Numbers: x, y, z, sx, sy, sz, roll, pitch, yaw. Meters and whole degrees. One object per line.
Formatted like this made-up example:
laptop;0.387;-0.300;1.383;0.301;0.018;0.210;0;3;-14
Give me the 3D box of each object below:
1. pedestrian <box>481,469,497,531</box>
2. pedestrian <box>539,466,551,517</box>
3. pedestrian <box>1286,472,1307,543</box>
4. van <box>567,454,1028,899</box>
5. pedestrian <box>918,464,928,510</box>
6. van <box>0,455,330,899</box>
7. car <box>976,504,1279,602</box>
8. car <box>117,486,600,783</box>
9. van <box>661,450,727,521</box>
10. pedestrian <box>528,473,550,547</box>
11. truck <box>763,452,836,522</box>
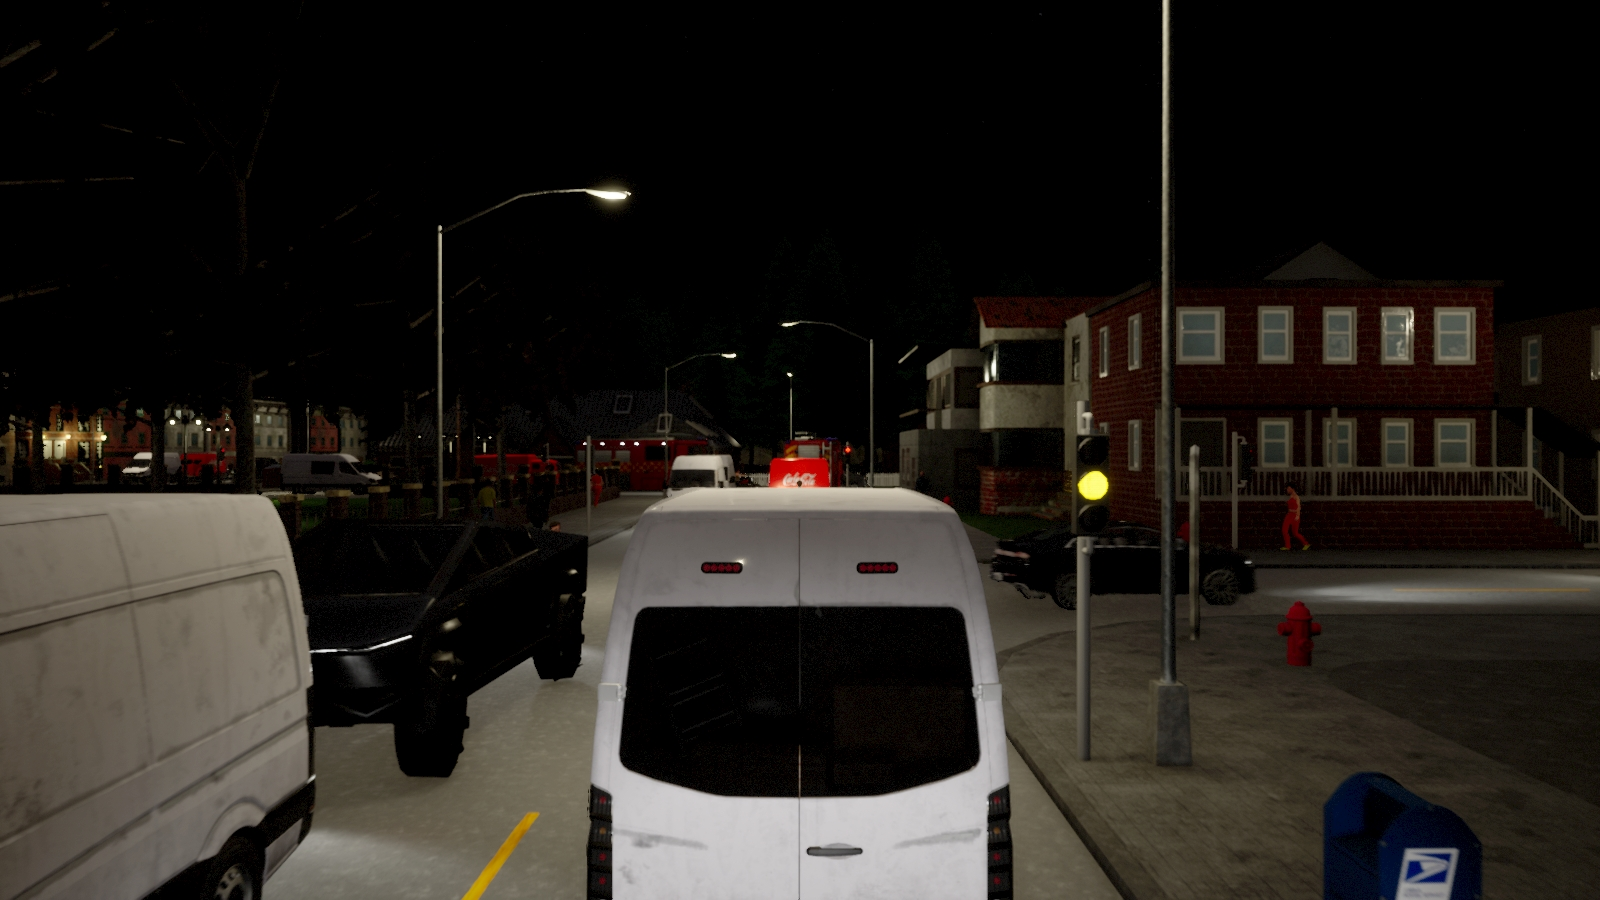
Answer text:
pedestrian;-9.378;1.509;34.435;0.375;1.860;0.375;0;0;0
pedestrian;-9.345;1.505;41.799;0.375;1.860;0.375;0;0;-3
pedestrian;13.084;1.502;30.131;0.375;1.860;0.375;0;0;-4
van;-0.013;1.310;7.886;1.988;2.561;5.915;0;0;0
pedestrian;5.027;1.503;46.629;0.375;1.860;0.375;0;0;0
van;-4.012;1.312;4.383;1.988;2.561;5.915;0;0;0
car;5.924;1.817;20.917;4.902;1.511;2.128;0;0;-11
car;-4.004;1.527;12.034;2.390;2.098;6.274;0;0;3
van;-4.013;1.294;44.354;1.988;2.561;5.915;0;0;0
pedestrian;-6.658;1.511;29.142;0.375;1.860;0.375;0;0;35
truck;-0.018;1.328;43.291;2.627;2.467;5.204;0;0;0
